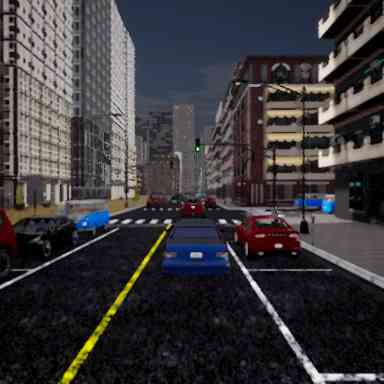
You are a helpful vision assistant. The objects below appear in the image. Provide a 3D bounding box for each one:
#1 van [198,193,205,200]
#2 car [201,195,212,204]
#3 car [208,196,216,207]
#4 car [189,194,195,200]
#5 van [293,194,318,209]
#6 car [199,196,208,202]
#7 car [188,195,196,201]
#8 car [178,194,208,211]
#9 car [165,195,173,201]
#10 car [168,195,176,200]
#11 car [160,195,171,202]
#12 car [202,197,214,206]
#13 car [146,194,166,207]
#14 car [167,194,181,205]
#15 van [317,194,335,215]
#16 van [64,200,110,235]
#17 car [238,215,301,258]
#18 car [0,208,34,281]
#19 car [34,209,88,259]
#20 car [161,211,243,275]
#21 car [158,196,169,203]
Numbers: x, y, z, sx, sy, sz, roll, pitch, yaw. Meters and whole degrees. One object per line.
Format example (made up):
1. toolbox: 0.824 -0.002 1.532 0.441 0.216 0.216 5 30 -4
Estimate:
1. van: 2.671 1.325 94.692 1.690 1.788 3.998 0 0 0
2. car: 2.676 1.409 61.526 1.967 1.590 4.097 0 0 0
3. car: 2.678 1.515 50.471 1.887 1.381 4.507 0 0 0
4. car: -0.013 1.356 90.777 1.812 1.442 4.674 0 0 0
5. van: 13.703 1.082 38.028 3.998 1.788 1.690 -1 1 0
6. car: 2.674 1.540 78.109 1.947 1.339 4.313 0 0 0
7. car: -0.012 1.521 80.771 1.994 1.385 4.181 0 0 0
8. car: 0.097 1.326 30.616 2.097 1.767 4.553 0 0 0
9. car: -5.707 1.502 83.466 1.752 1.417 4.829 0 0 0
10. car: -5.708 1.529 94.692 1.887 1.381 4.507 0 0 0
11. car: -5.706 1.411 72.582 1.967 1.590 4.097 0 0 0
12. car: 2.678 1.514 55.998 1.887 1.381 4.507 0 0 0
13. car: -5.703 1.285 50.471 2.192 1.841 5.009 0 0 0
14. car: -3.052 1.495 60.087 1.812 1.442 4.674 0 0 1
15. van: 13.726 1.127 29.648 3.998 1.788 1.690 -1 1 0
16. van: -5.698 1.323 18.080 1.690 1.788 3.998 0 0 0
17. car: 2.684 1.531 12.558 1.887 1.381 4.507 0 0 0
18. car: -5.696 1.307 7.034 2.192 1.841 5.009 0 0 0
19. car: -5.696 1.553 12.558 1.947 1.339 4.313 0 0 0
20. car: 0.099 1.536 10.375 2.033 1.411 5.357 0 0 0
21. car: -5.704 1.535 67.054 1.947 1.339 4.313 0 0 0
